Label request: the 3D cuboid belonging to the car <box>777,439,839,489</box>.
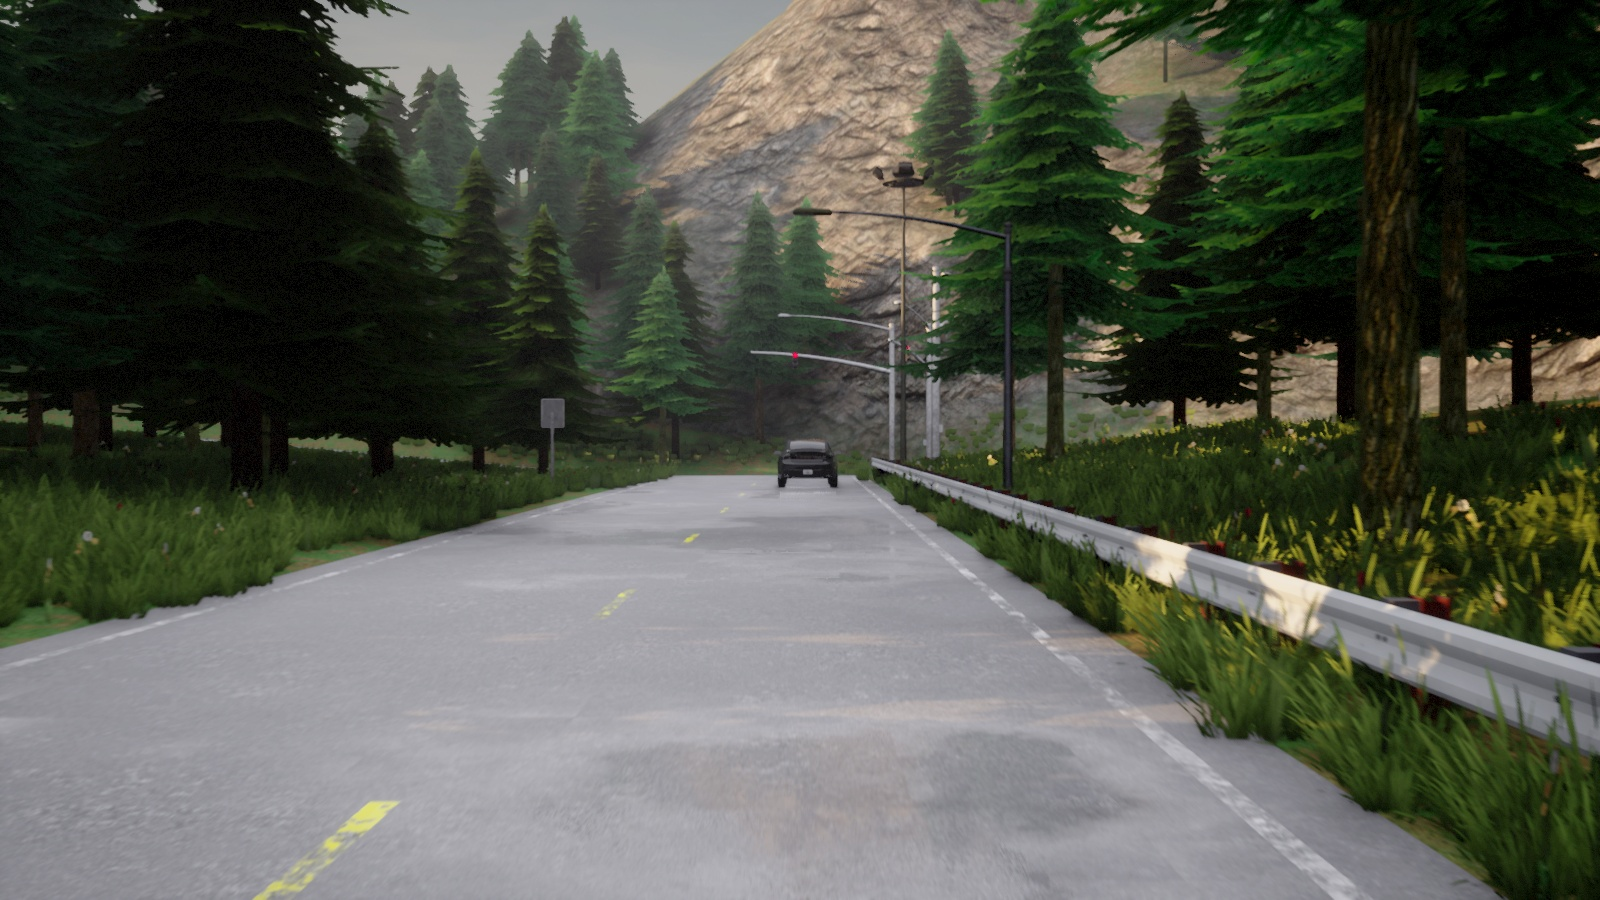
[{"bbox_3d":[0.240,0.389,39.731,1.837,1.490,4.892,0,1,0],"label":"car"}]
